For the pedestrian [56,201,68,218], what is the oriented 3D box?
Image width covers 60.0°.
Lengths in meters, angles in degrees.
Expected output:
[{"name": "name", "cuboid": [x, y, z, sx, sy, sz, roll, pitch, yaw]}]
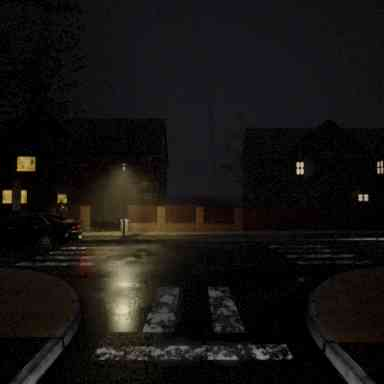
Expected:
[{"name": "pedestrian", "cuboid": [-6.706, 1.363, 16.968, 0.375, 1.860, 0.375, 0, -1, 1]}]

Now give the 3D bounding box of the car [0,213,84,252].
[{"name": "car", "cuboid": [-7.130, 1.657, 14.055, 4.892, 1.490, 1.837, -1, -1, 1]}]
